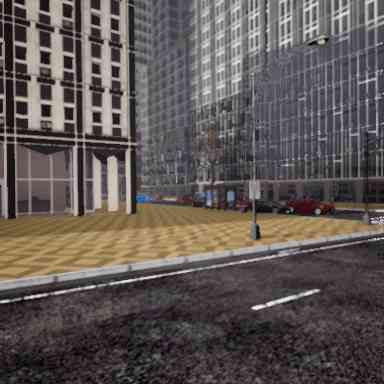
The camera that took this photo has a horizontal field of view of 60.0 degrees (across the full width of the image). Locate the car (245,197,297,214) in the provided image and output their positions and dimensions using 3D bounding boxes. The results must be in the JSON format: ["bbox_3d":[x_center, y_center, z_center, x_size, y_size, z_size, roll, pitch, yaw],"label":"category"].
[{"bbox_3d":[7.727,1.443,32.974,1.947,1.339,4.313,0,1,-34],"label":"car"}]

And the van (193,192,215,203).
[{"bbox_3d":[1.947,0.881,56.546,1.690,1.788,3.998,0,1,-34],"label":"van"}]

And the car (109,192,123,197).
[{"bbox_3d":[-20.470,0.716,89.416,2.008,1.369,4.403,0,1,-34],"label":"car"}]

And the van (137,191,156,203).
[{"bbox_3d":[-8.178,0.957,56.521,1.690,1.788,3.998,0,1,-34],"label":"van"}]

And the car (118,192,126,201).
[{"bbox_3d":[-14.584,1.060,65.914,2.008,1.369,4.403,0,1,-34],"label":"car"}]

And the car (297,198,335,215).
[{"bbox_3d":[11.408,1.336,32.388,1.882,1.535,5.008,-1,1,-34],"label":"car"}]

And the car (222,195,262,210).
[{"bbox_3d":[5.994,1.249,40.329,1.882,1.535,5.008,-1,1,-34],"label":"car"}]

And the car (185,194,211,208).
[{"bbox_3d":[1.385,1.339,42.409,1.947,1.339,4.313,0,1,-34],"label":"car"}]

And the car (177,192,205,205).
[{"bbox_3d":[0.325,1.033,48.623,2.097,1.767,4.553,-1,1,-35],"label":"car"}]

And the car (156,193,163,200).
[{"bbox_3d":[-7.660,0.962,70.635,1.802,1.307,4.206,0,1,-34],"label":"car"}]

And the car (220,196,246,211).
[{"bbox_3d":[4.539,1.407,37.681,1.802,1.307,4.206,0,1,-34],"label":"car"}]

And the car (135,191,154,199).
[{"bbox_3d":[-10.863,0.642,75.327,2.192,1.841,5.009,0,1,-34],"label":"car"}]

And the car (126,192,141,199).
[{"bbox_3d":[-14.065,0.713,80.024,1.967,1.590,4.097,0,1,-34],"label":"car"}]
